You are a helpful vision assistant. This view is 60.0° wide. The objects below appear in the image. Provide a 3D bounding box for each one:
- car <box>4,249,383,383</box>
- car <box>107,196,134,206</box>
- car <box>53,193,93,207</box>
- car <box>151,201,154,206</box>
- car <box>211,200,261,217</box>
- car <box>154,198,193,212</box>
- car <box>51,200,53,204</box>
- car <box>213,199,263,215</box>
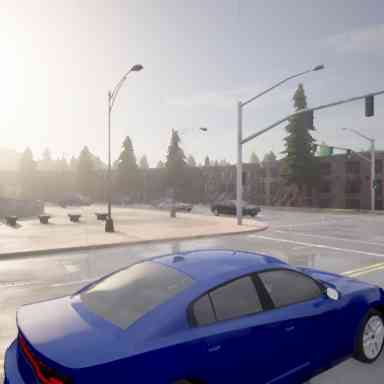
[{"bbox_3d":[0.528,1.478,4.175,5.008,1.535,1.882,0,0,-35],"label":"car"},{"bbox_3d":[-12.051,1.505,55.680,4.892,1.490,1.837,0,-1,28],"label":"car"},{"bbox_3d":[-17.816,1.223,50.608,5.566,2.045,2.150,0,0,23],"label":"car"},{"bbox_3d":[-3.348,1.546,45.183,5.357,1.411,2.033,0,0,44],"label":"car"},{"bbox_3d":[3.823,1.478,30.620,1.882,1.535,5.008,0,0,-36],"label":"car"},{"bbox_3d":[-1.951,1.601,38.312,1.895,1.301,4.718,0,0,-39],"label":"car"},{"bbox_3d":[-20.970,1.600,55.643,4.718,1.301,1.895,0,0,17],"label":"car"},{"bbox_3d":[4.782,1.547,35.268,2.033,1.411,5.357,0,0,-36],"label":"car"}]
